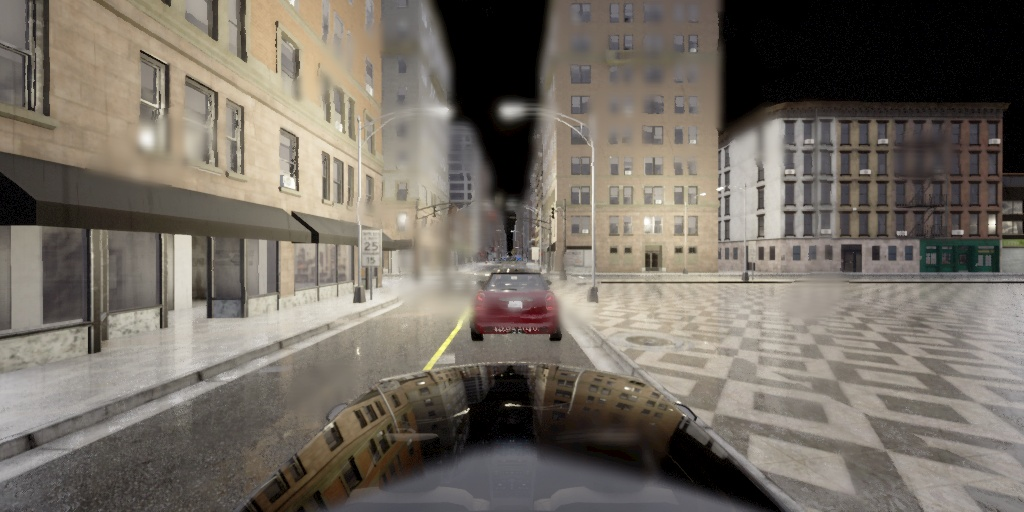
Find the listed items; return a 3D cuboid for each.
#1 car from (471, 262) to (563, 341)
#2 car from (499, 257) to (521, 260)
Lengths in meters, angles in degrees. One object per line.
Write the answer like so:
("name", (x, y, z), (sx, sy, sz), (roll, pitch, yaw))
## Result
("car", (0.105, 1.101, 10.015), (2.097, 1.767, 4.553), (0, 0, 0))
("car", (0.056, 1.101, 19.832), (2.097, 1.767, 4.553), (0, 0, -1))
